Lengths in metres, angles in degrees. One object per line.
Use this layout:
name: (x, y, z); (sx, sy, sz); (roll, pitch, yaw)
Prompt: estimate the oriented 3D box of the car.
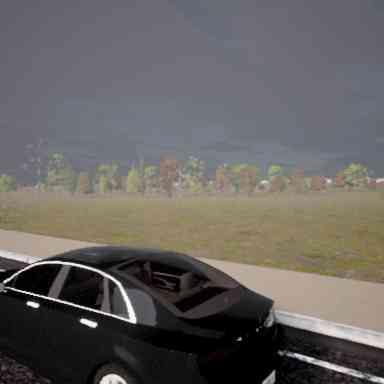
car: (-1.271, 1.492, 4.470); (4.892, 1.490, 1.837); (0, 0, 36)
